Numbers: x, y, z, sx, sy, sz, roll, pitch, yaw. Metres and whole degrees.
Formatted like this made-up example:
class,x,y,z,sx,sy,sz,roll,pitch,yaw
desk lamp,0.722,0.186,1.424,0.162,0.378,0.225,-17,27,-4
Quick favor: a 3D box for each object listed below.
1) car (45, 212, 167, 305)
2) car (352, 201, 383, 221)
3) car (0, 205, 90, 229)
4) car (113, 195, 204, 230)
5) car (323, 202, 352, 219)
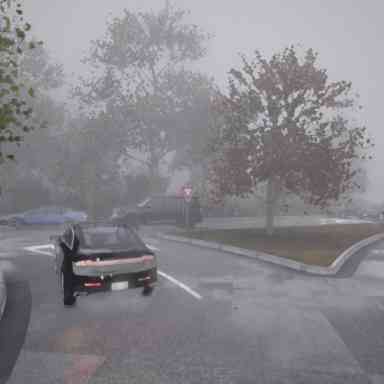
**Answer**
class,x,y,z,sx,sy,sz,roll,pitch,yaw
car,-2.329,1.484,8.225,2.128,1.511,4.902,0,0,-25
car,16.833,1.765,29.888,4.892,1.490,1.837,1,0,-35
car,-9.020,1.528,20.824,5.357,1.411,2.033,0,0,-7
car,-2.025,1.221,19.956,5.566,2.045,2.150,0,0,-21
car,14.797,1.759,32.390,4.892,1.490,1.837,1,0,-34
